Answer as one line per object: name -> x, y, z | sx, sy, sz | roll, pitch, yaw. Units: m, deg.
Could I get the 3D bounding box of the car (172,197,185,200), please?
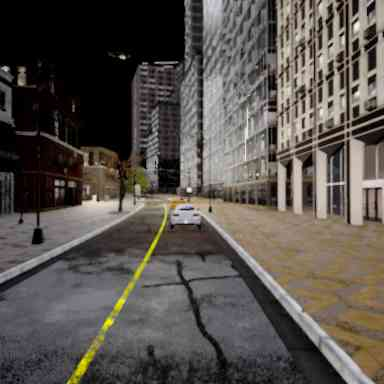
car -> -1.633, 1.346, 40.139 | 1.882, 1.535, 5.008 | 0, 0, -5

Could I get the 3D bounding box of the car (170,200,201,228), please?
car -> -0.442, 1.460, 21.278 | 1.812, 1.442, 4.674 | 0, 0, -3
